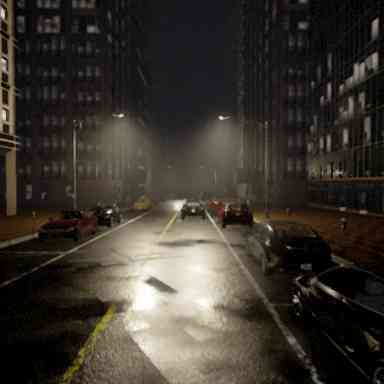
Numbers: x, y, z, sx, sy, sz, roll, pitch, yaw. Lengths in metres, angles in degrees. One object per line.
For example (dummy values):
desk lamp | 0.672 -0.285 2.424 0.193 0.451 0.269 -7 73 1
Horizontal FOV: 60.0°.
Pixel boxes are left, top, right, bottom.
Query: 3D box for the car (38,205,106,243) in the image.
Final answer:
car | -5.667 1.515 15.746 1.802 1.307 4.206 -1 0 0

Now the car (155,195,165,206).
car | -5.697 1.320 49.788 2.008 1.369 4.403 -1 0 0

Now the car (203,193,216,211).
car | 2.681 1.267 38.380 1.967 1.590 4.097 -1 0 0

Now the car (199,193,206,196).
car | 2.682 1.026 61.077 2.192 1.841 5.009 -1 0 0

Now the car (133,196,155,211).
car | -5.682 1.352 38.271 1.752 1.417 4.829 -1 0 0

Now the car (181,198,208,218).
car | 0.104 1.440 28.268 1.994 1.385 4.181 0 0 0

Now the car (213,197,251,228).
car | 2.679 1.349 21.357 1.967 1.590 4.097 -1 0 0

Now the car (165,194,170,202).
car | -5.694 1.261 61.137 2.008 1.369 4.403 -1 0 0

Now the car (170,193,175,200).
car | -5.691 1.179 78.160 1.947 1.339 4.313 -1 0 0

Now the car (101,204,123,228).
car | -5.666 1.475 21.419 1.947 1.339 4.313 -1 0 0

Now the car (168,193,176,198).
car | -5.689 1.031 95.012 1.752 1.417 4.829 -1 0 0

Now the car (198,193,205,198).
car | 2.691 1.030 95.296 1.752 1.417 4.829 -1 0 0

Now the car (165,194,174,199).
car | -5.690 1.143 83.834 1.947 1.339 4.313 -1 0 0

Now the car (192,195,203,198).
car | 0.106 1.393 45.195 1.895 1.301 4.718 0 0 0

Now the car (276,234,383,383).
car | 2.679 1.548 4.335 1.947 1.339 4.313 -1 0 0

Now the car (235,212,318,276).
car | 2.680 1.509 10.009 2.008 1.369 4.403 -1 0 0

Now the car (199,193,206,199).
car | 2.690 1.066 89.623 1.752 1.417 4.829 -1 0 0
